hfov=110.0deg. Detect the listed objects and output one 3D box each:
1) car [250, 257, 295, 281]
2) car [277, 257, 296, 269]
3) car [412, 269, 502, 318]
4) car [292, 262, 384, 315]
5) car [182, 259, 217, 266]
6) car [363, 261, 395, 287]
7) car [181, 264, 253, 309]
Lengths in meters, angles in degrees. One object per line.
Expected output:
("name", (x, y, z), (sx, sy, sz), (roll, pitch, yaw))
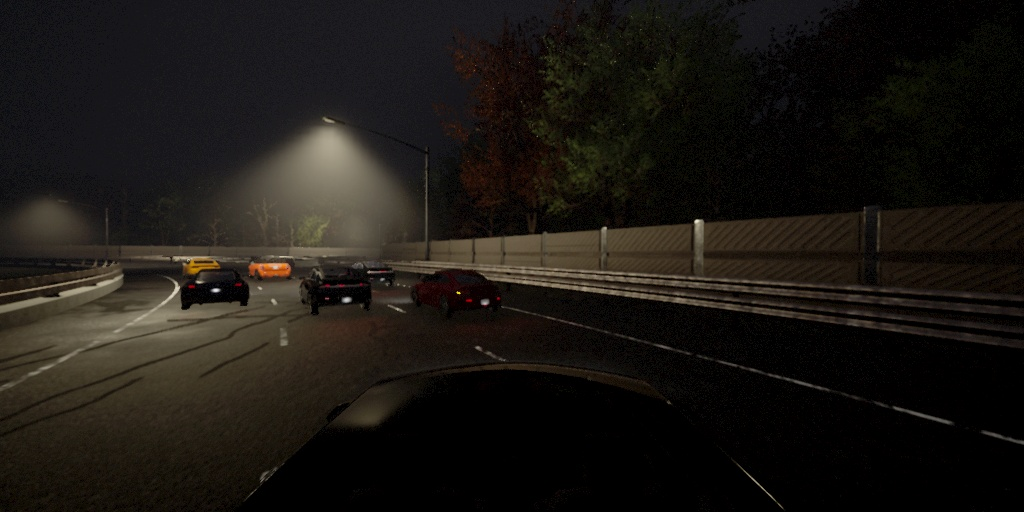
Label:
("car", (-18.449, 0.859, 27.218), (2.097, 1.767, 4.553), (0, 1, -45))
("car", (-29.728, 0.891, 47.331), (1.994, 1.385, 4.181), (0, 1, -32))
("car", (-2.073, 1.191, 12.716), (1.812, 1.442, 4.674), (0, 1, -33))
("car", (-6.586, 1.138, 13.221), (2.128, 1.511, 4.902), (0, 0, -35))
("car", (-24.271, 0.960, 28.013), (5.008, 1.535, 1.882), (1, 0, 43))
("car", (-8.696, 1.071, 21.668), (2.128, 1.511, 4.902), (0, 1, -39))
("car", (-11.804, 1.184, 14.393), (1.994, 1.385, 4.181), (0, 0, -38))
